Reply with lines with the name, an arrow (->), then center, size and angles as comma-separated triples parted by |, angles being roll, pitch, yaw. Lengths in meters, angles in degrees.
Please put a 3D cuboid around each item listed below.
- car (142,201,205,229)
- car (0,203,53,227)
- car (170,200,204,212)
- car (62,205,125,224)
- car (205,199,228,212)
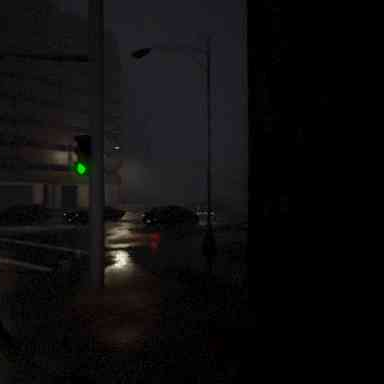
car -> -1.365, 1.605, 22.419 | 1.812, 1.442, 4.674 | 0, 0, 35
car -> -12.800, 1.641, 24.532 | 1.837, 1.490, 4.892 | 0, 0, 35
car -> -0.572, 1.739, 41.963 | 1.895, 1.301, 4.718 | 0, 0, 35
car -> -7.583, 1.719, 25.890 | 1.895, 1.301, 4.718 | 0, 0, 35
car -> 2.577, 1.625, 40.354 | 1.837, 1.490, 4.892 | 0, -1, 35
